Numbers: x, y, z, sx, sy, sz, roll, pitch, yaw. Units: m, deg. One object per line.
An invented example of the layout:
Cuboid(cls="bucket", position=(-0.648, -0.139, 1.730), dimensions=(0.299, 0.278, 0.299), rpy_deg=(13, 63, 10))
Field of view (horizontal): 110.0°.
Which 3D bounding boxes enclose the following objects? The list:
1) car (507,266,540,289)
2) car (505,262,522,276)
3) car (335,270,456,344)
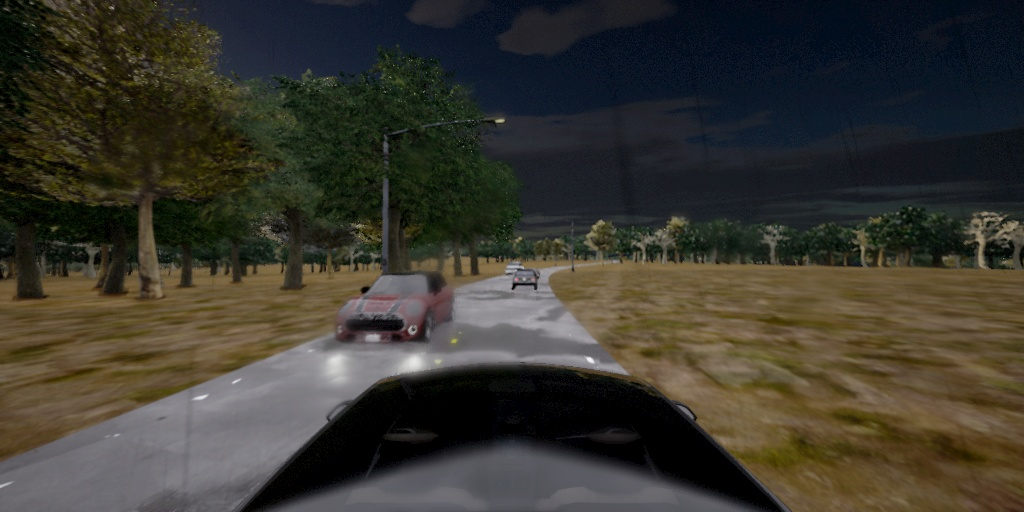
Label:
Cuboid(cls="car", position=(1.025, 1.709, 27.158), dimensions=(2.033, 1.411, 5.357), rpy_deg=(0, -1, 4))
Cuboid(cls="car", position=(0.372, 1.844, 52.362), dimensions=(2.150, 2.045, 5.566), rpy_deg=(0, -1, 8))
Cuboid(cls="car", position=(-2.944, 1.216, 10.019), dimensions=(2.097, 1.767, 4.553), rpy_deg=(0, -1, 2))
